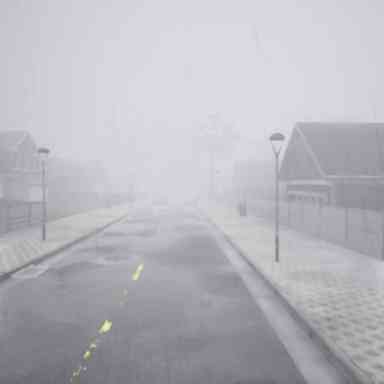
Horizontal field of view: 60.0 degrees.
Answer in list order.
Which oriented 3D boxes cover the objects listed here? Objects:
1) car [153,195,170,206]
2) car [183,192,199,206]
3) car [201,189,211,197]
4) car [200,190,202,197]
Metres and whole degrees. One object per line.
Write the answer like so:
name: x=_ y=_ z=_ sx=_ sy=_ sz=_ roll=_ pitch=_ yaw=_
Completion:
car: x=-3.956 y=1.134 z=43.895 sx=1.994 sy=1.385 sz=4.181 roll=0 pitch=1 yaw=1
car: x=-0.248 y=1.086 z=44.437 sx=1.812 sy=1.442 sz=4.674 roll=0 pitch=1 yaw=1
car: x=3.524 y=0.182 z=81.708 sx=2.150 sy=2.045 sz=5.566 roll=0 pitch=1 yaw=13
car: x=0.131 y=0.818 z=62.975 sx=1.812 sy=1.442 sz=4.674 roll=0 pitch=1 yaw=9
